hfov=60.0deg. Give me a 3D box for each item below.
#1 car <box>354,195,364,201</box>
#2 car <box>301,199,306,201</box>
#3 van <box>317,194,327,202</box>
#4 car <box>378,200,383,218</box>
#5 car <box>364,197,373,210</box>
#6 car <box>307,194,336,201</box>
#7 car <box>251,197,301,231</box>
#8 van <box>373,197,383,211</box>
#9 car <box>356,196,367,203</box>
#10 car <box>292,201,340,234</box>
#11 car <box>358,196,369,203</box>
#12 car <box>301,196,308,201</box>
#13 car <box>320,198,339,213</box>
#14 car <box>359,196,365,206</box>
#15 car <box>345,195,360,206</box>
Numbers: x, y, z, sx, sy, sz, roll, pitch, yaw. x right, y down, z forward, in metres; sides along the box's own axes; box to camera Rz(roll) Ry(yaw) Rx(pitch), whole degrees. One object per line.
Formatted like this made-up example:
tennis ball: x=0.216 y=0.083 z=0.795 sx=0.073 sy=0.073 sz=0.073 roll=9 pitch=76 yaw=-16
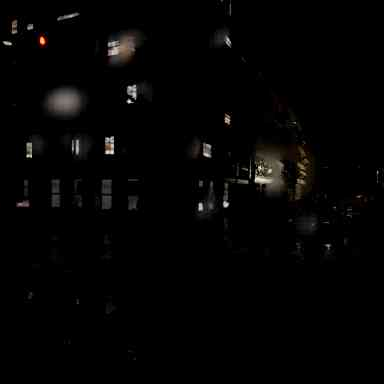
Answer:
car: x=41.818 y=1.537 z=83.197 sx=2.008 sy=1.369 sz=4.403 roll=1 pitch=0 yaw=24
car: x=7.380 y=1.501 z=25.621 sx=1.887 sy=1.381 sz=4.507 roll=1 pitch=0 yaw=24
van: x=27.818 y=1.262 z=71.218 sx=1.690 sy=1.788 sz=3.998 roll=1 pitch=0 yaw=24
car: x=16.841 y=1.619 z=27.465 sx=1.802 sy=1.307 sz=4.206 roll=1 pitch=0 yaw=24
car: x=23.654 y=1.467 z=42.664 sx=1.967 sy=1.590 sz=4.097 roll=1 pitch=0 yaw=24
car: x=11.505 y=1.333 z=28.737 sx=2.097 sy=1.767 sz=4.553 roll=1 pitch=0 yaw=24
car: x=5.112 y=1.274 z=20.553 sx=2.192 sy=1.841 sz=5.009 roll=1 pitch=0 yaw=24
van: x=19.115 y=1.375 z=32.530 sx=1.690 sy=1.788 sz=3.998 roll=1 pitch=0 yaw=24
car: x=37.277 y=1.543 z=73.064 sx=1.887 sy=1.381 sz=4.507 roll=1 pitch=0 yaw=24
car: x=7.341 y=1.490 z=19.400 sx=1.837 sy=1.490 sz=4.892 roll=1 pitch=0 yaw=26
car: x=35.006 y=1.549 z=67.997 sx=1.887 sy=1.381 sz=4.507 roll=1 pitch=0 yaw=24
car: x=11.921 y=1.495 z=35.754 sx=1.887 sy=1.381 sz=4.507 roll=1 pitch=0 yaw=24
car: x=15.767 y=1.501 z=38.069 sx=1.812 sy=1.442 sz=4.674 roll=1 pitch=0 yaw=24
car: x=28.194 y=1.570 z=52.798 sx=2.008 sy=1.369 sz=4.403 roll=1 pitch=0 yaw=24
car: x=26.237 y=1.469 z=54.705 sx=1.882 sy=1.535 sz=5.008 roll=1 pitch=0 yaw=24
